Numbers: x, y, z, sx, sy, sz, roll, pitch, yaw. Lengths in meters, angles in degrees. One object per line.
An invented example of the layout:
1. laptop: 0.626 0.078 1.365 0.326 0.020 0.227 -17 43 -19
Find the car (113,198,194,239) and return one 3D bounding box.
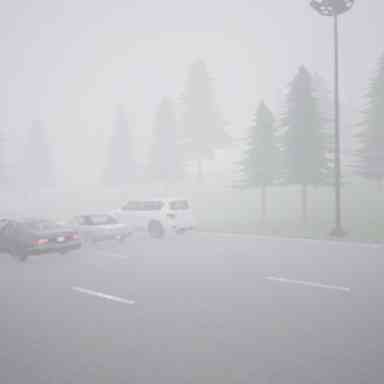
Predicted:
1. car: -2.494 1.363 18.554 5.566 2.045 2.150 0 0 36

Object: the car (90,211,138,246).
1. car: -5.083 1.747 16.108 4.718 1.301 1.895 -1 0 36

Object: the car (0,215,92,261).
1. car: -6.513 1.685 12.822 5.357 1.411 2.033 -1 0 36
